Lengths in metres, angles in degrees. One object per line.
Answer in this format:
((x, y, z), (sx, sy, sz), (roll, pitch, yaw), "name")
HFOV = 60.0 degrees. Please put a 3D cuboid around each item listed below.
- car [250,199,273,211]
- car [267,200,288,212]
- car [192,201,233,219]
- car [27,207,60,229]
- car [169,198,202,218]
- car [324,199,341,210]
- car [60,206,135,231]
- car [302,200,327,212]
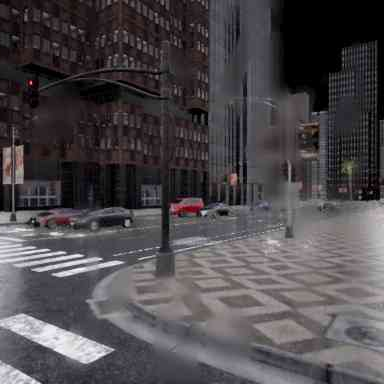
((10.794, 2.272, 52.073), (1.812, 1.442, 4.674), (0, -1, 35), "car")
((13.477, 2.301, 50.236), (1.812, 1.442, 4.674), (0, -1, 35), "car")
((2.548, 1.952, 34.798), (2.128, 1.511, 4.902), (0, -1, 35), "car")
((-9.312, 1.787, 23.522), (1.994, 1.385, 4.181), (0, -1, 36), "car")
((-0.798, 1.660, 35.689), (2.150, 2.045, 5.566), (0, -1, 35), "car")
((26.025, 2.509, 62.314), (1.837, 1.490, 4.892), (0, -1, 35), "car")
((-6.023, 1.748, 22.567), (1.837, 1.490, 4.892), (0, 0, 35), "car")
((19.305, 2.373, 52.742), (2.033, 1.411, 5.357), (0, -1, 35), "car")
